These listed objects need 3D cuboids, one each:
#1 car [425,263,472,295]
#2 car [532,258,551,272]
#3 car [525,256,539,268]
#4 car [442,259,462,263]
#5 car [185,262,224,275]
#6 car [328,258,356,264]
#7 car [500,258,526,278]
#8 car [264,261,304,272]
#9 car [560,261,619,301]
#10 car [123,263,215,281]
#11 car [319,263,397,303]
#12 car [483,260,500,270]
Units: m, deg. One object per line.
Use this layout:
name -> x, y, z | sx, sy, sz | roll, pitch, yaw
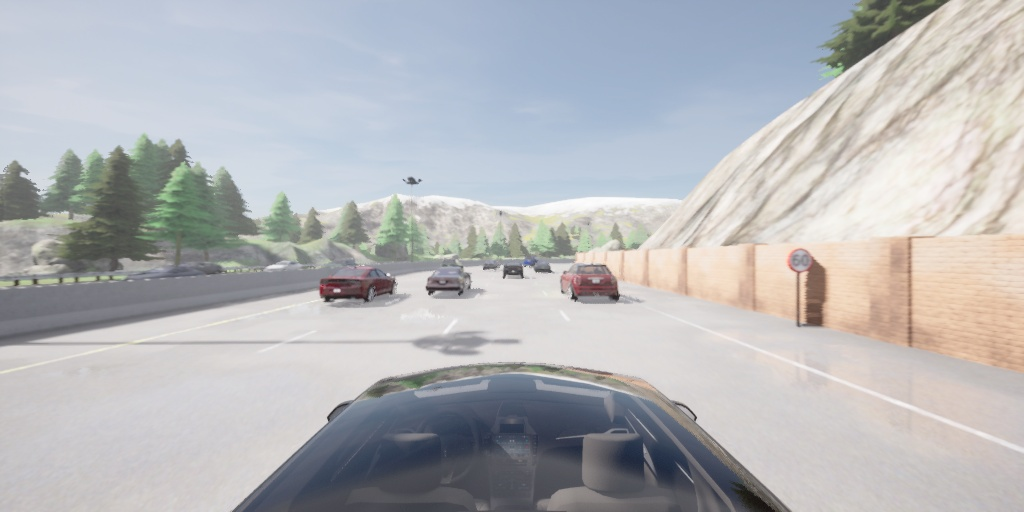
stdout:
car -> -3.371, 1.298, 19.822 | 2.033, 1.411, 5.357 | 0, 0, 0
car -> 3.826, 1.314, 45.036 | 1.994, 1.385, 4.181 | 0, 0, 3
car -> 3.775, 0.972, 62.768 | 2.150, 2.045, 5.566 | -1, 0, 20
car -> -6.810, 1.103, 40.784 | 2.097, 1.767, 4.553 | 0, 0, 1
car -> -28.056, 1.245, 31.714 | 2.128, 1.511, 4.902 | 0, 0, 0
car -> -17.538, 1.103, 36.755 | 2.097, 1.767, 4.553 | 0, 0, 0
car -> 0.119, 1.228, 34.330 | 1.882, 1.535, 5.008 | 0, 0, 0
car -> -24.525, 1.277, 38.808 | 1.812, 1.442, 4.674 | 0, 0, 1
car -> 3.610, 1.102, 17.507 | 2.097, 1.767, 4.553 | 0, 0, 0
car -> -21.076, 1.315, 21.974 | 1.994, 1.385, 4.181 | 0, 0, 0
car -> -6.888, 1.228, 16.596 | 1.882, 1.535, 5.008 | 0, 0, 0
car -> -2.894, 1.298, 52.131 | 2.033, 1.411, 5.357 | 0, 0, 8
